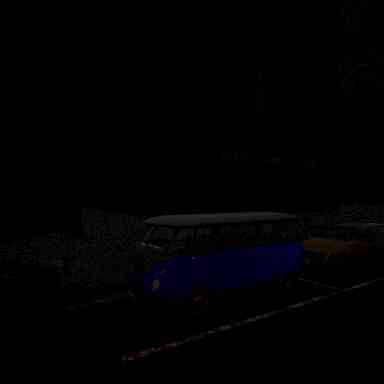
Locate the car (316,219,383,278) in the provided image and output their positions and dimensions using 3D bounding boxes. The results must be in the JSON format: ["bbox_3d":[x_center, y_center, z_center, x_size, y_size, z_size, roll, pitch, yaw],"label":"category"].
[{"bbox_3d":[4.933,1.526,10.177,4.829,1.417,1.752,0,0,-36],"label":"car"}]

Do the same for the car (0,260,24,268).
[{"bbox_3d":[-3.779,1.566,3.956,4.313,1.339,1.947,0,0,-36],"label":"car"}]

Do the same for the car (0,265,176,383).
[{"bbox_3d":[-2.638,1.505,1.498,4.892,1.490,1.837,0,0,-36],"label":"car"}]

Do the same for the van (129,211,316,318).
[{"bbox_3d":[0.646,1.341,7.116,3.998,1.788,1.690,0,0,-36],"label":"van"}]
